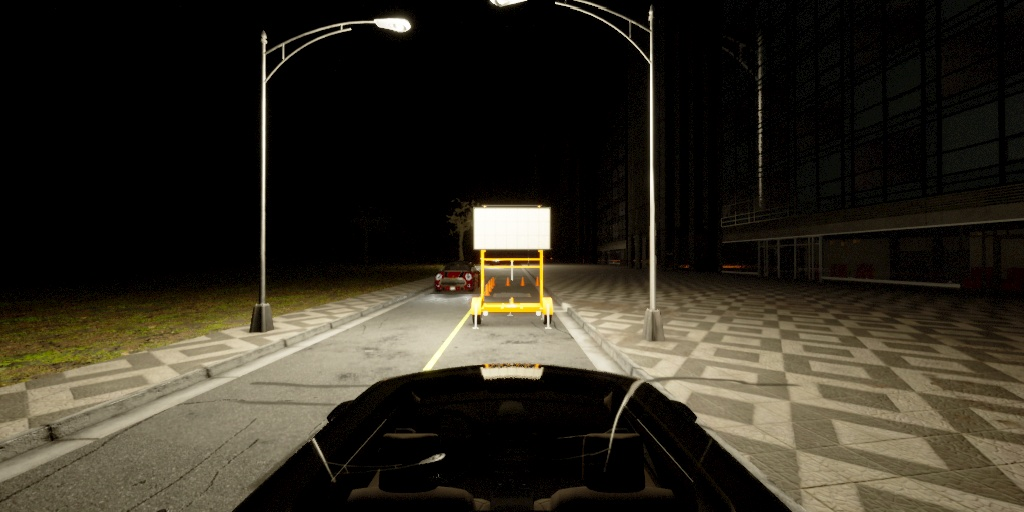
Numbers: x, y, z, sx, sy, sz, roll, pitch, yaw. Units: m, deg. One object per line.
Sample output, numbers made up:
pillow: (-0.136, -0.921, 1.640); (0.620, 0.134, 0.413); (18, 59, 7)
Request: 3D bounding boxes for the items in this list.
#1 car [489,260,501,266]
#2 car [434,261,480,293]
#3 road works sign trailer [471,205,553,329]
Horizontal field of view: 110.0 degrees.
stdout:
car: (-2.990, 1.264, 63.776); (2.128, 1.511, 4.902); (0, 0, 0)
car: (-3.099, 1.107, 20.947); (2.097, 1.767, 4.553); (0, 0, 0)
road works sign trailer: (0.001, 0.216, 11.229); (2.380, 3.560, 2.880); (0, 0, 0)
